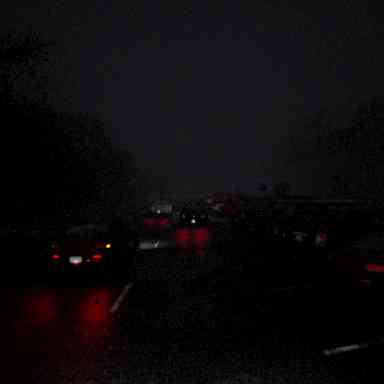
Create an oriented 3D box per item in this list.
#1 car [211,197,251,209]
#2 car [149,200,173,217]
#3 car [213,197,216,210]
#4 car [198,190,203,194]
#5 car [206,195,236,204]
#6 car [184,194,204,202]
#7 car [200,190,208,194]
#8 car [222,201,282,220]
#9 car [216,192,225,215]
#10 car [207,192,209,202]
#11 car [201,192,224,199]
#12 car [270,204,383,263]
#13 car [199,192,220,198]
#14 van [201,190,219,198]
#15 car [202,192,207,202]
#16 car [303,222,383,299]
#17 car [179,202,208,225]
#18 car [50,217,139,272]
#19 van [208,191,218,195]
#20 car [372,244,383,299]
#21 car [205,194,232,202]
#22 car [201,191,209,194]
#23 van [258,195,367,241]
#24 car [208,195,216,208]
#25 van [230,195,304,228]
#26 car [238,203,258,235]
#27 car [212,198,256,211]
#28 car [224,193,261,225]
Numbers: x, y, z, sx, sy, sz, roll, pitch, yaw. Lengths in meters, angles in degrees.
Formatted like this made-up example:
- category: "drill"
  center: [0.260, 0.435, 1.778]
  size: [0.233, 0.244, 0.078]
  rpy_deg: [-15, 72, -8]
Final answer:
- category: "car"
  center: [5.065, 1.426, 43.049]
  size: [4.674, 1.452, 2.002]
  rpy_deg: [1, 0, -20]
- category: "car"
  center: [-2.900, 1.503, 31.486]
  size: [1.812, 1.442, 4.674]
  rpy_deg: [0, 0, 0]
- category: "car"
  center: [5.042, 1.484, 34.080]
  size: [4.792, 1.488, 2.163]
  rpy_deg: [1, 1, -20]
- category: "car"
  center: [5.099, 0.707, 75.870]
  size: [5.566, 2.045, 2.435]
  rpy_deg: [1, 0, -20]
- category: "car"
  center: [5.096, 1.217, 57.980]
  size: [4.792, 1.488, 2.163]
  rpy_deg: [0, 1, -20]
- category: "car"
  center: [0.100, 1.396, 41.932]
  size: [2.128, 1.511, 4.902]
  rpy_deg: [0, 1, 0]
- category: "car"
  center: [5.079, 0.993, 72.871]
  size: [4.892, 1.521, 2.231]
  rpy_deg: [1, 1, -20]
- category: "car"
  center: [5.066, 1.516, 28.123]
  size: [4.674, 1.452, 2.002]
  rpy_deg: [1, 0, -20]
- category: "car"
  center: [5.100, 1.232, 25.152]
  size: [5.566, 2.045, 2.435]
  rpy_deg: [1, 0, -20]
- category: "car"
  center: [5.042, 1.191, 49.007]
  size: [4.553, 1.767, 2.185]
  rpy_deg: [1, 1, -20]
- category: "car"
  center: [5.243, 0.874, 84.870]
  size: [5.366, 1.575, 1.946]
  rpy_deg: [1, 0, -20]
- category: "car"
  center: [5.043, 1.361, 10.212]
  size: [4.553, 1.767, 2.185]
  rpy_deg: [1, 0, -20]
- category: "car"
  center: [4.897, 0.797, 93.685]
  size: [5.366, 1.575, 1.946]
  rpy_deg: [1, 1, -20]
- category: "van"
  center: [4.963, 0.599, 90.724]
  size: [4.442, 1.987, 1.878]
  rpy_deg: [1, 1, -20]
- category: "car"
  center: [4.896, 1.228, 54.918]
  size: [5.366, 1.575, 1.946]
  rpy_deg: [0, 1, -20]
- category: "car"
  center: [5.066, 1.528, 7.240]
  size: [4.674, 1.452, 2.002]
  rpy_deg: [1, 0, -20]
- category: "car"
  center: [0.100, 1.595, 23.620]
  size: [1.895, 1.301, 4.718]
  rpy_deg: [0, 0, 0]
- category: "car"
  center: [-2.900, 1.523, 10.607]
  size: [1.812, 1.442, 4.674]
  rpy_deg: [0, 0, 0]
- category: "van"
  center: [4.965, 1.129, 45.979]
  size: [4.442, 1.987, 1.878]
  rpy_deg: [1, 1, -20]
- category: "car"
  center: [5.045, 1.518, 4.221]
  size: [4.792, 1.488, 2.163]
  rpy_deg: [1, 0, -20]
- category: "car"
  center: [5.065, 1.142, 63.932]
  size: [4.674, 1.452, 2.002]
  rpy_deg: [1, 1, -20]
- category: "car"
  center: [4.897, 1.138, 60.883]
  size: [5.366, 1.575, 1.946]
  rpy_deg: [0, 1, -20]
- category: "van"
  center: [5.182, 1.262, 13.247]
  size: [4.442, 1.987, 1.878]
  rpy_deg: [1, 0, -20]
- category: "car"
  center: [4.898, 1.432, 37.007]
  size: [5.366, 1.575, 1.946]
  rpy_deg: [1, 1, -20]
- category: "van"
  center: [4.965, 1.257, 22.108]
  size: [4.442, 1.987, 1.878]
  rpy_deg: [1, 0, -20]
- category: "car"
  center: [5.064, 1.487, 16.187]
  size: [4.892, 1.521, 2.231]
  rpy_deg: [1, 0, -20]
- category: "car"
  center: [5.096, 1.446, 40.077]
  size: [4.792, 1.488, 2.163]
  rpy_deg: [1, 0, -20]
- category: "car"
  center: [5.049, 1.234, 19.155]
  size: [5.566, 2.045, 2.435]
  rpy_deg: [1, 0, -20]
